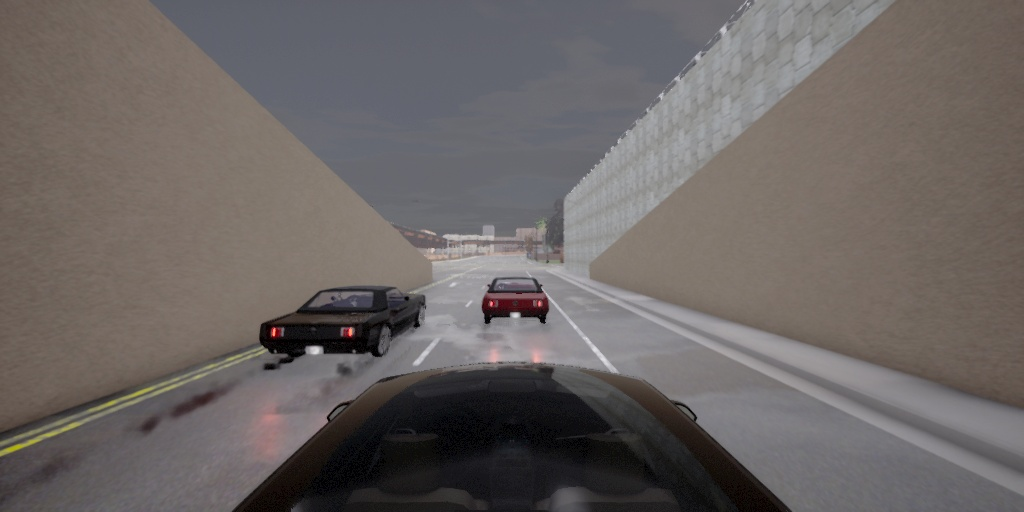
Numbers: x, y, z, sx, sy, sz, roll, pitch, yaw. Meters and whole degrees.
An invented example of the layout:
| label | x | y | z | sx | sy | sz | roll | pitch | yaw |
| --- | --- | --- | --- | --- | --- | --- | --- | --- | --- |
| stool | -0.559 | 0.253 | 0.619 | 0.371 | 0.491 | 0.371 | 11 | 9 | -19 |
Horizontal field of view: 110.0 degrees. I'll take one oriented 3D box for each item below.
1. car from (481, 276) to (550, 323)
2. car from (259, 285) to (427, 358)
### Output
| label | x | y | z | sx | sy | sz | roll | pitch | yaw |
| --- | --- | --- | --- | --- | --- | --- | --- | --- | --- |
| car | 0.097 | 1.320 | 11.975 | 1.895 | 1.301 | 4.718 | 0 | 0 | 0 |
| car | -3.401 | 1.331 | 8.401 | 1.895 | 1.301 | 4.718 | 0 | 0 | 0 |
